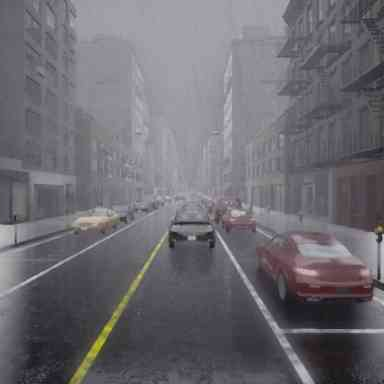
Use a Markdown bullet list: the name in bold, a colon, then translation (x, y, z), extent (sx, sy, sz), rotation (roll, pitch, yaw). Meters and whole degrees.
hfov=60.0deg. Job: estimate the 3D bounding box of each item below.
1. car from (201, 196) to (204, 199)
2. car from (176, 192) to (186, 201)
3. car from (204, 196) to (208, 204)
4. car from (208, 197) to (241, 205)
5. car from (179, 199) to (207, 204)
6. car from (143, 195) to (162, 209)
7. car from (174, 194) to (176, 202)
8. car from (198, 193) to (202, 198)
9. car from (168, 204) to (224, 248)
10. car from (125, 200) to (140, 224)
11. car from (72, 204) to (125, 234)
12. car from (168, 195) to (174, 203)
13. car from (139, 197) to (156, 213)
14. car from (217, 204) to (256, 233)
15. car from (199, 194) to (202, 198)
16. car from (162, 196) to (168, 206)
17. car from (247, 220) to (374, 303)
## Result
- **car**: translation (2.638, 1.526, 47.672), extent (2.008, 1.369, 4.403), rotation (0, 0, 0)
- **car**: translation (-2.750, 1.167, 76.713), extent (2.150, 2.045, 5.566), rotation (0, 0, 0)
- **car**: translation (2.638, 1.423, 36.310), extent (1.967, 1.590, 4.097), rotation (0, 0, 0)
- **car**: translation (2.638, 1.305, 24.948), extent (2.192, 1.841, 5.009), rotation (0, 0, 0)
- **car**: translation (0.000, 1.560, 29.650), extent (1.994, 1.385, 4.181), rotation (0, 0, 0)
- **car**: translation (-5.387, 1.294, 41.987), extent (2.192, 1.841, 5.009), rotation (0, 0, 0)
- **car**: translation (-5.387, 1.505, 76.078), extent (2.008, 1.369, 4.403), rotation (0, 0, 0)
- **car**: translation (2.638, 1.484, 70.567), extent (1.752, 1.417, 4.829), rotation (0, 0, 0)
- **car**: translation (0.000, 1.491, 14.650), extent (2.128, 1.511, 4.902), rotation (0, 0, 0)
- **car**: translation (-5.387, 1.556, 24.942), extent (1.947, 1.339, 4.313), rotation (0, 0, 0)
- **car**: translation (-5.388, 1.519, 19.090), extent (1.752, 1.417, 4.829), rotation (0, 0, 0)
- **car**: translation (-5.387, 1.541, 70.396), extent (1.802, 1.307, 4.206), rotation (0, 0, 0)
- **car**: translation (-5.387, 1.548, 36.305), extent (1.947, 1.339, 4.313), rotation (0, 0, 0)
- **car**: translation (2.638, 1.576, 19.266), extent (1.802, 1.307, 4.206), rotation (0, 0, 0)
- **car**: translation (2.638, 1.533, 59.035), extent (1.947, 1.339, 4.313), rotation (0, 0, 0)
- **car**: translation (-5.387, 1.411, 53.351), extent (1.967, 1.590, 4.097), rotation (0, 0, 0)
- **car**: translation (2.637, 1.579, 7.903), extent (1.802, 1.307, 4.206), rotation (0, 0, 0)
